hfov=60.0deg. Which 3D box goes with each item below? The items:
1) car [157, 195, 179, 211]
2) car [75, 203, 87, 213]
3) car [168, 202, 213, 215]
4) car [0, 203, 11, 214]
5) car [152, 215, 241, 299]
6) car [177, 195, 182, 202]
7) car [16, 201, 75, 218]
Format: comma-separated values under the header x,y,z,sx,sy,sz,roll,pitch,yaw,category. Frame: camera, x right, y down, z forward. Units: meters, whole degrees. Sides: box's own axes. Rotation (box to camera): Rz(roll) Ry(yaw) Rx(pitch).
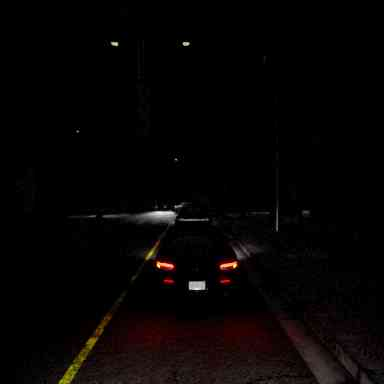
x,y,z,sx,sy,sz,roll,pitch,yaw,category
-3.114,1.483,40.573,2.128,1.511,4.902,0,0,0,car
-14.404,1.687,37.465,4.829,1.417,1.752,-1,0,0,car
0.097,1.491,17.671,2.128,1.511,4.902,0,0,1,car
-19.858,1.761,37.433,4.507,1.381,1.887,-1,0,0,car
0.095,1.526,8.306,1.812,1.442,4.674,0,0,0,car
-3.102,1.542,55.322,1.994,1.385,4.181,0,0,0,car
-14.081,1.710,31.541,4.718,1.301,1.895,-1,0,-1,car
